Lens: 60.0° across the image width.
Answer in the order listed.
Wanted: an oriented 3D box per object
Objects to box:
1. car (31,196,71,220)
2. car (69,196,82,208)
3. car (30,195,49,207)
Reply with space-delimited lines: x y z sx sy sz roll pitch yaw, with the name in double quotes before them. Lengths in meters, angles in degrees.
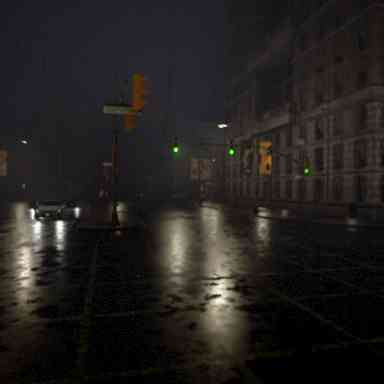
"car" -10.613 1.286 25.286 1.812 1.442 4.674 0 0 -15
"car" -14.490 1.199 40.394 1.994 1.385 4.181 0 0 -15
"car" -17.975 1.106 39.845 2.128 1.511 4.902 0 0 -14
